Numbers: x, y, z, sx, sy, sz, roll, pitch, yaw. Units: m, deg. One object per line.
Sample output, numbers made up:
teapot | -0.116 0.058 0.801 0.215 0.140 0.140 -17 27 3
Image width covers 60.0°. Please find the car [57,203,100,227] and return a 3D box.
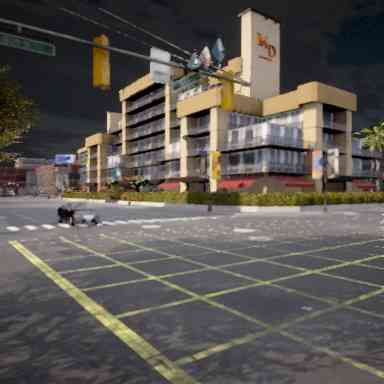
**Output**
car | -7.975 1.498 23.123 2.128 1.511 4.902 0 0 -36
